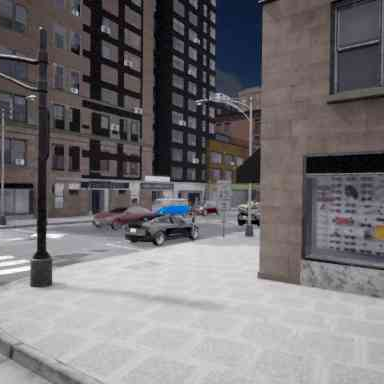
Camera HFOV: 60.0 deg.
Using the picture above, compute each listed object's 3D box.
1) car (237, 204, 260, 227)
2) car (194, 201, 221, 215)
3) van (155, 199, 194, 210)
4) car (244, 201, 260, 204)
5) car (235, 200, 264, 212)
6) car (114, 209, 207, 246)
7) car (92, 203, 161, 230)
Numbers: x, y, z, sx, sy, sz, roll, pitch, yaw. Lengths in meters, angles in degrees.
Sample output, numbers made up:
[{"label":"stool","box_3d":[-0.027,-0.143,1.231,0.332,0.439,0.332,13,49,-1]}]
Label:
[{"label":"car","box_3d":[5.014,1.849,25.396,1.947,1.339,4.313,0,0,36]},{"label":"car","box_3d":[1.302,1.644,34.835,1.967,1.590,4.097,0,0,36]},{"label":"van","box_3d":[-1.905,1.500,30.372,1.690,1.788,3.998,0,0,36]},{"label":"car","box_3d":[8.818,1.812,40.836,2.128,1.511,4.902,1,0,36]},{"label":"car","box_3d":[7.617,1.822,43.624,1.752,1.417,4.829,0,0,36]},{"label":"car","box_3d":[-1.402,1.763,16.469,1.947,1.339,4.313,0,0,36]},{"label":"car","box_3d":[-4.474,1.660,22.392,1.812,1.442,4.674,1,0,36]}]
